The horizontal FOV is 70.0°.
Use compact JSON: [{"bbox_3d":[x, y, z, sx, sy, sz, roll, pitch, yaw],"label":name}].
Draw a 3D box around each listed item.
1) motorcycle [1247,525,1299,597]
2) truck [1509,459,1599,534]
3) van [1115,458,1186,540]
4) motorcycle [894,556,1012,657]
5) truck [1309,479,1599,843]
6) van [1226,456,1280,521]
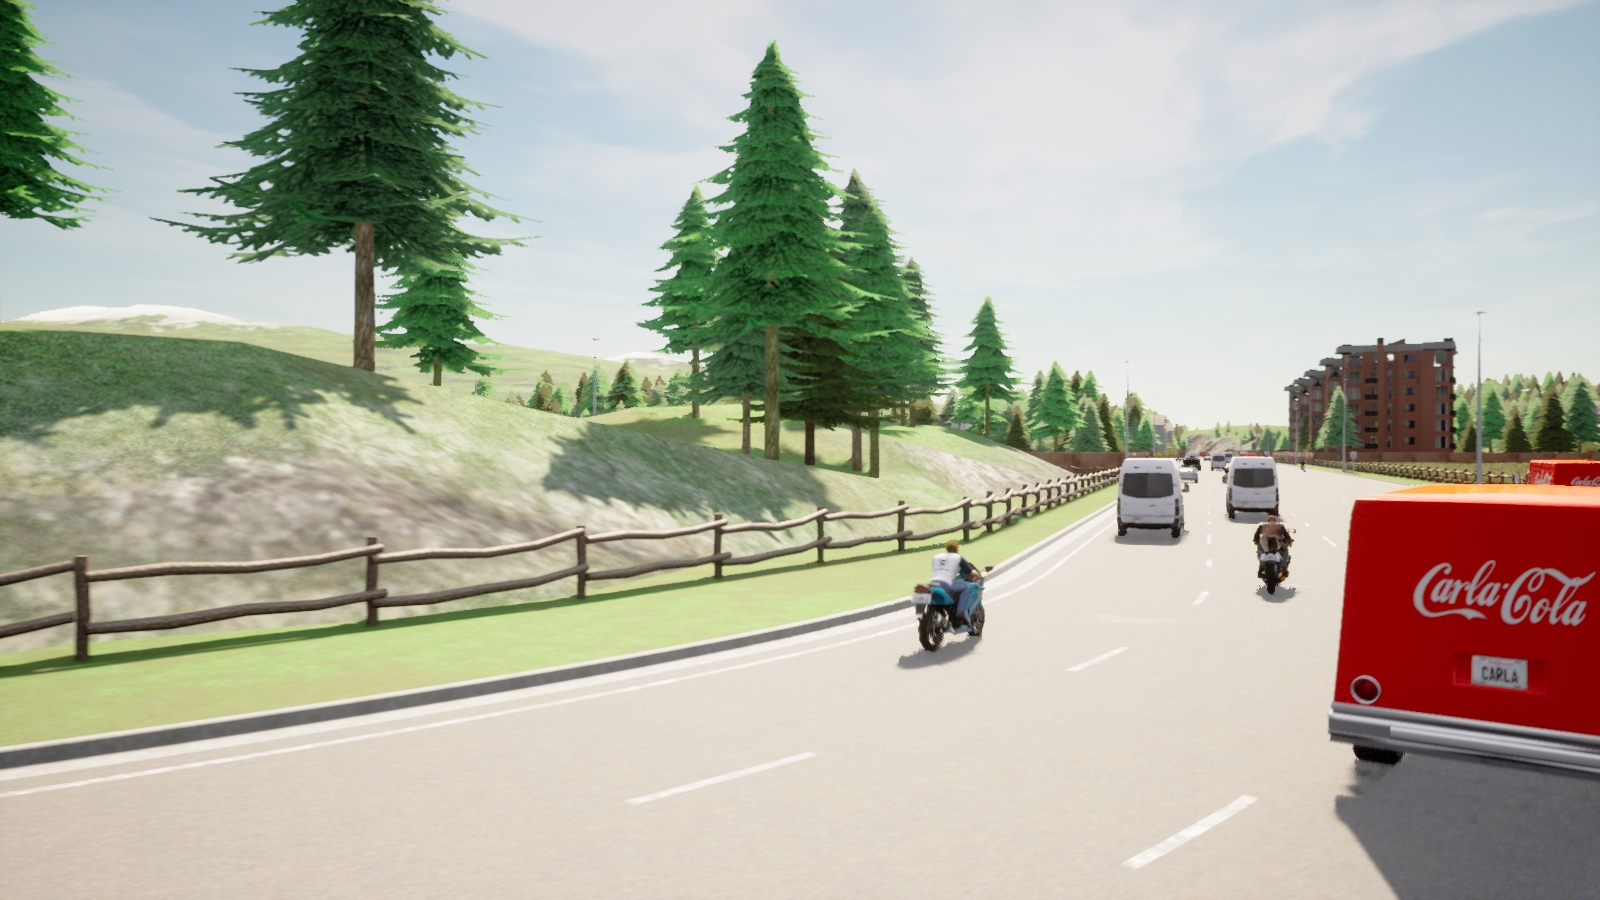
[{"bbox_3d":[9.612,2.223,23.190,0.867,1.251,2.209,-1,-1,25],"label":"motorcycle"},{"bbox_3d":[27.827,1.607,41.381,2.627,2.467,5.204,0,0,20],"label":"truck"},{"bbox_3d":[12.079,1.562,39.159,1.988,2.561,5.915,0,0,20],"label":"van"},{"bbox_3d":[2.219,2.196,16.378,0.803,1.199,2.033,-4,-2,34],"label":"motorcycle"},{"bbox_3d":[6.794,1.575,10.591,2.627,2.467,5.204,0,0,38],"label":"truck"},{"bbox_3d":[19.459,1.571,49.253,1.988,2.561,5.915,0,0,20],"label":"van"}]
